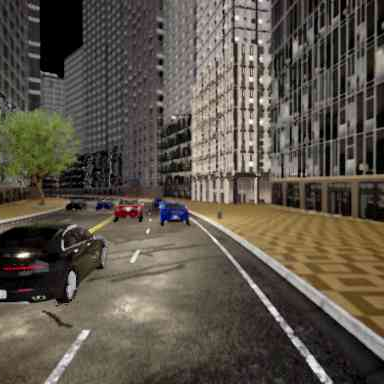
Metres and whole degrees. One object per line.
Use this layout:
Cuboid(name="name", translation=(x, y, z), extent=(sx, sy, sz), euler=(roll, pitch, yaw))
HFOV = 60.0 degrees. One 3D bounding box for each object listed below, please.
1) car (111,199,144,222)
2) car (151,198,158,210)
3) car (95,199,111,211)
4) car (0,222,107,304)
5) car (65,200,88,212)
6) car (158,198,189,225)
Cuboid(name="car", translation=(-4.887, 1.302, 26.302), extent=(2.097, 1.767, 4.553), euler=(0, 0, -7))
Cuboid(name="car", translation=(-4.078, 1.428, 42.120), extent=(1.812, 1.442, 4.674), euler=(0, 0, -11))
Cuboid(name="car", translation=(-10.240, 1.546, 39.137), extent=(1.895, 1.301, 4.718), euler=(0, 0, -10))
Cuboid(name="car", translation=(-3.393, 1.493, 8.082), extent=(1.837, 1.490, 4.892), euler=(0, 0, -2))
Cuboid(name="car", translation=(-13.513, 1.565, 39.010), extent=(1.895, 1.301, 4.718), euler=(0, 0, -10))
Cuboid(name="car", translation=(-1.288, 1.420, 23.446), extent=(1.882, 1.535, 5.008), euler=(0, 0, -6))
